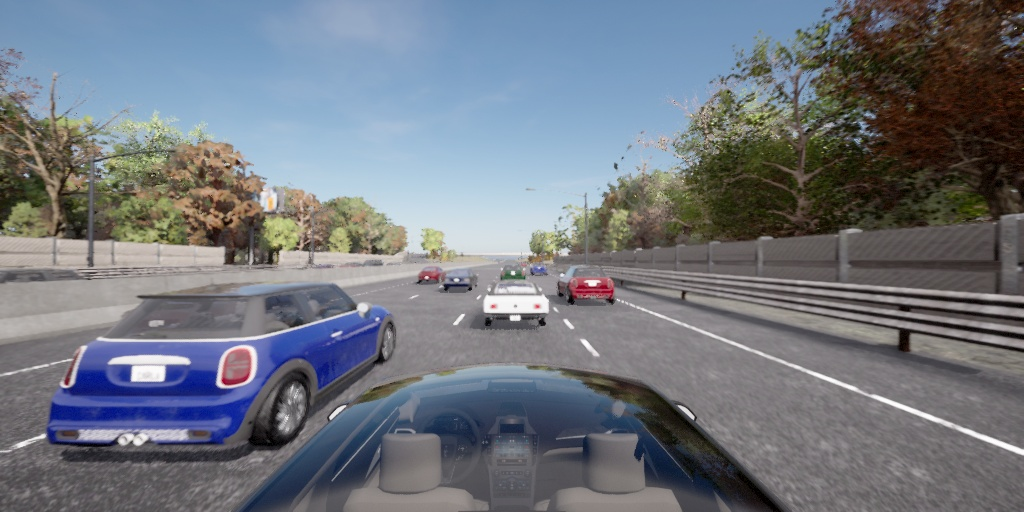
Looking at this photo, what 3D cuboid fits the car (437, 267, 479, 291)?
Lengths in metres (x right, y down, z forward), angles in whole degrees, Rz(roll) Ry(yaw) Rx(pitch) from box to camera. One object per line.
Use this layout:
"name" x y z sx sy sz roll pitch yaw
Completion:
"car" -3.402 1.548 24.485 2.033 1.411 5.357 0 -1 0

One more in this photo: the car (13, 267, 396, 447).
"car" -3.402 1.143 5.481 2.097 1.767 4.553 0 -1 0

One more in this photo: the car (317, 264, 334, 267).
"car" -28.044 1.895 53.761 1.994 1.385 4.181 0 -1 1

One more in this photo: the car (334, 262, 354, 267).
"car" -24.552 1.695 54.723 2.097 1.767 4.553 0 -1 1

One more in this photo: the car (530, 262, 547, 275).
"car" 3.497 1.620 48.346 2.097 1.767 4.553 0 -1 0

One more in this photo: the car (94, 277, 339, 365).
"car" -6.902 1.382 9.478 2.033 1.411 5.357 0 -1 0

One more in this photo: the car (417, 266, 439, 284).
"car" -6.900 1.603 31.345 1.812 1.442 4.674 0 -1 0

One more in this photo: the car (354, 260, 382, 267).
"car" -21.048 1.552 53.839 2.150 2.045 5.566 0 0 1

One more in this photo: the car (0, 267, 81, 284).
"car" -17.600 1.218 12.342 2.097 1.767 4.553 0 -1 0

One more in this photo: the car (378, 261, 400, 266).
"car" -17.567 1.826 52.905 1.837 1.490 4.892 0 -1 0

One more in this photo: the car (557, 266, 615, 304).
"car" 3.497 1.276 17.700 2.097 1.767 4.553 0 -1 0

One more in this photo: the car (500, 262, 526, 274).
"car" 0.097 1.413 29.953 2.097 1.767 4.553 0 -1 0

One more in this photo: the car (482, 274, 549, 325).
"car" 0.098 1.466 12.240 1.895 1.301 4.718 0 -1 0
